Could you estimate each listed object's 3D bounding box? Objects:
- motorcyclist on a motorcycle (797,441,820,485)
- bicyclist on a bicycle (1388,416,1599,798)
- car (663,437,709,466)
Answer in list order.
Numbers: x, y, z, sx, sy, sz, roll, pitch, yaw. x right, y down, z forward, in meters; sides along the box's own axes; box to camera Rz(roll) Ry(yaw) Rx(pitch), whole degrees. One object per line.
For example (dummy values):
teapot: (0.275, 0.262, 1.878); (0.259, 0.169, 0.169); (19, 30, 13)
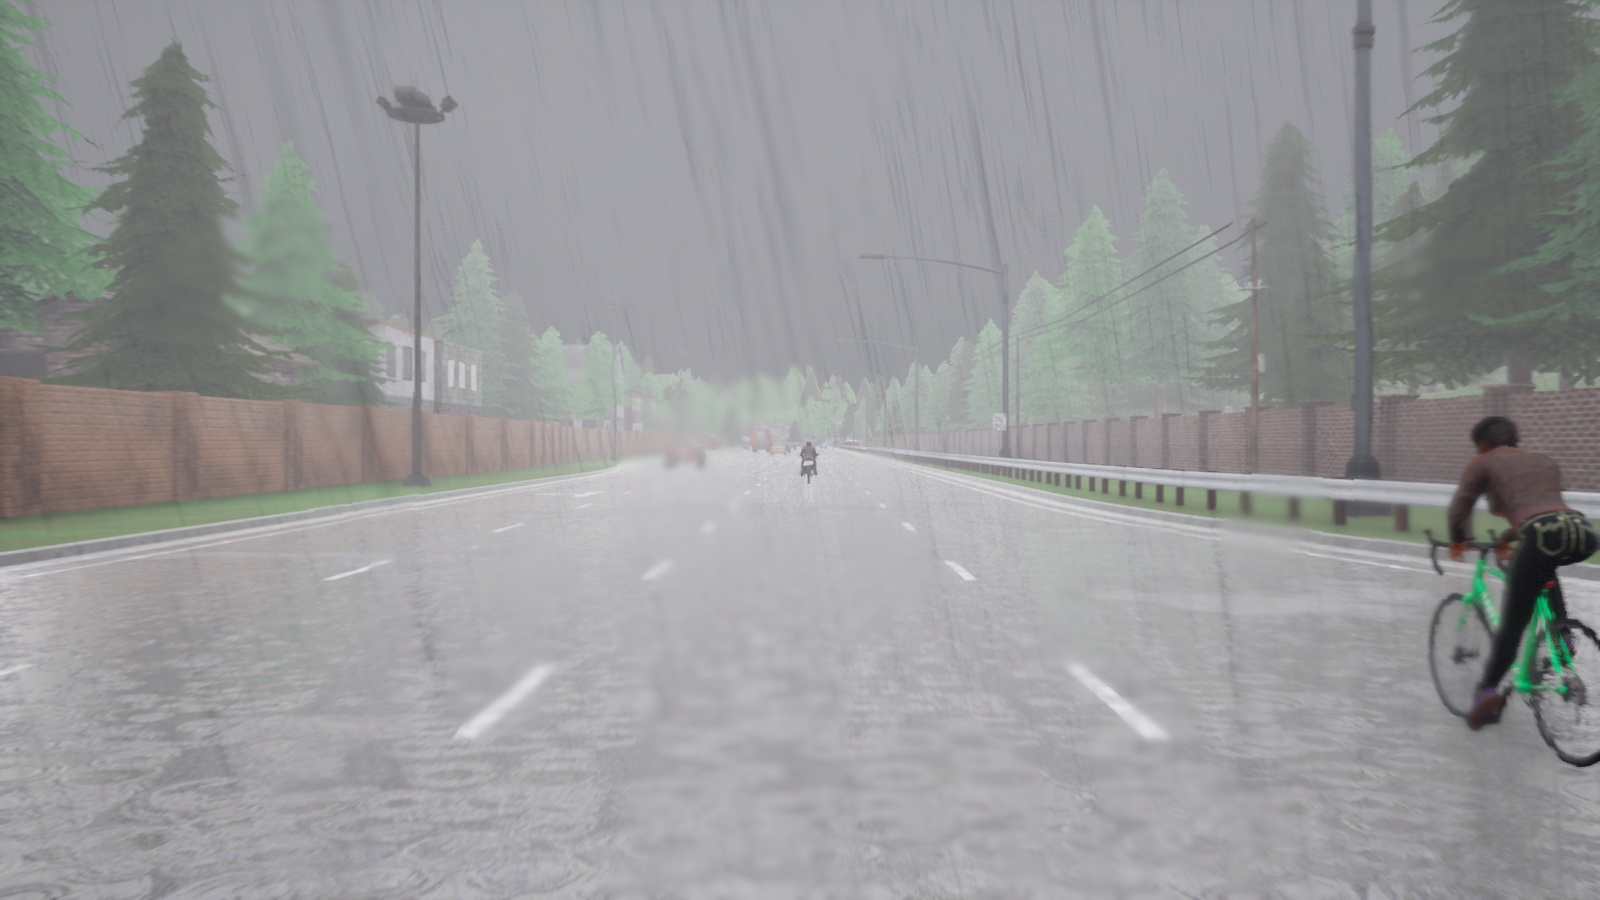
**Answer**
motorcyclist on a motorcycle: (0.301, 0.448, 44.285); (0.797, 1.523, 2.044); (0, 0, 0)
bicyclist on a bicycle: (3.555, 0.663, 6.148); (0.582, 1.620, 1.656); (0, 0, 0)
car: (-6.518, 0.061, 72.260); (2.152, 1.651, 5.027); (0, 0, 0)
